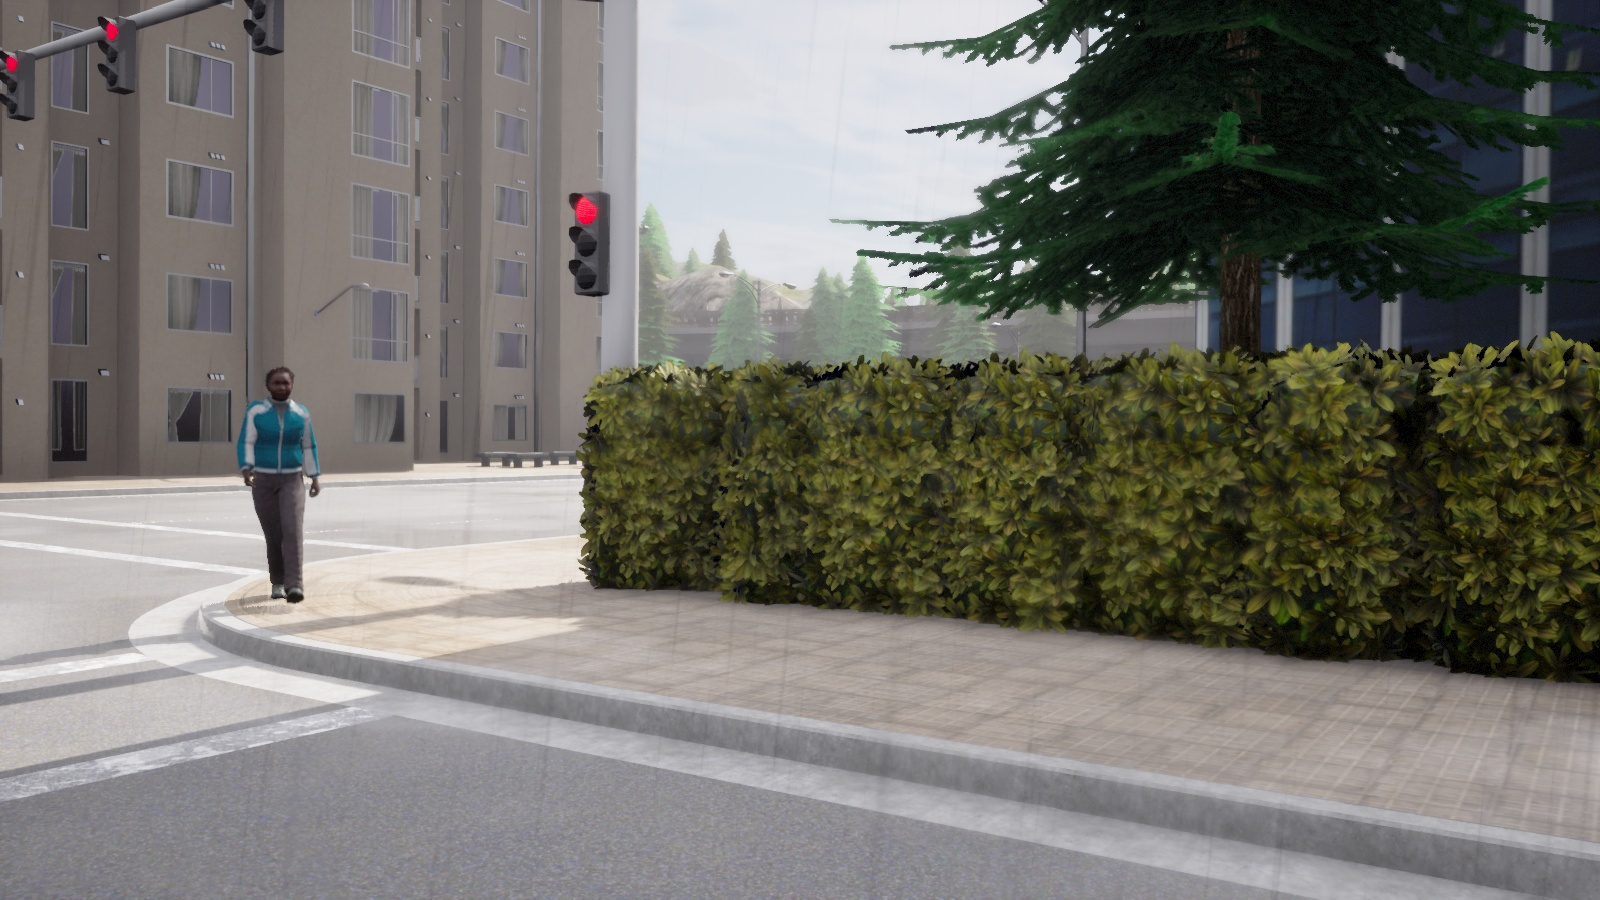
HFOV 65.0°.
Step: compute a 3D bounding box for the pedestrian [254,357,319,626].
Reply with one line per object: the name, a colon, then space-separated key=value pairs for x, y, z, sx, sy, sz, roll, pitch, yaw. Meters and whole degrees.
pedestrian: x=-3.850 y=0.294 z=9.397 sx=0.396 sy=1.930 sz=0.692 roll=-1 pitch=1 yaw=-24
